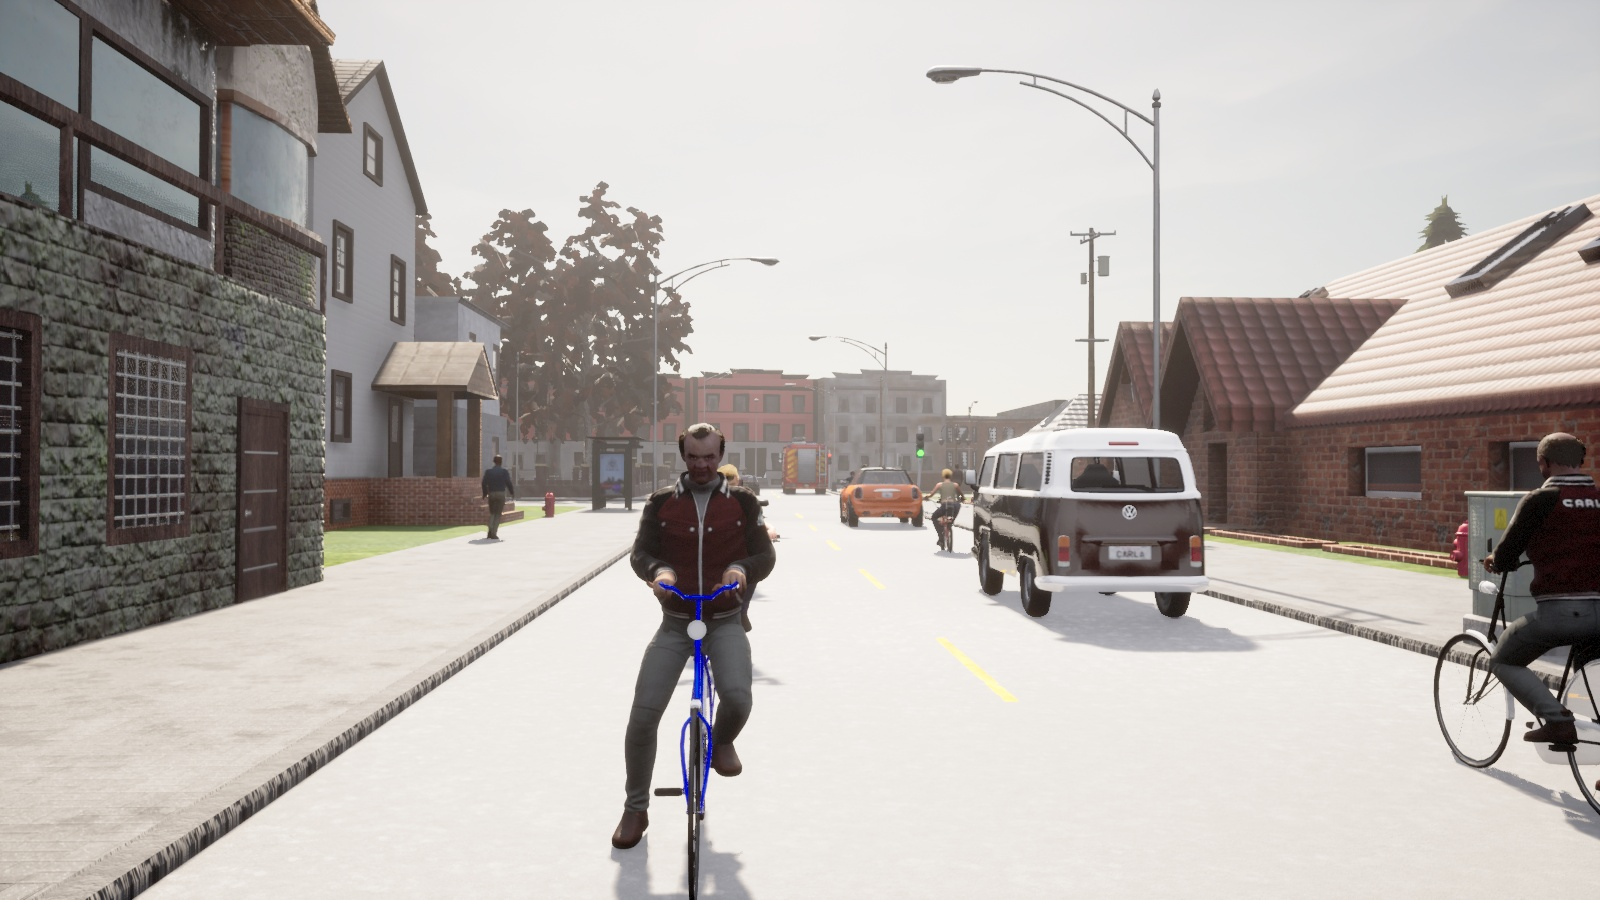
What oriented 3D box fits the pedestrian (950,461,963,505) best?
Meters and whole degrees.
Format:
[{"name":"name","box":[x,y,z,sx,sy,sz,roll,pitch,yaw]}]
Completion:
[{"name":"pedestrian","box":[6.552,1.379,52.591,0.328,1.805,0.869,0,-1,-5]}]

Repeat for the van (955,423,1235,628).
[{"name":"van","box":[3.235,0.775,14.805,2.069,2.038,4.480,0,-1,-2]}]

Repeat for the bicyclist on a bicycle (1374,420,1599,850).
[{"name":"bicyclist on a bicycle","box":[3.590,0.773,6.124,0.659,1.776,1.843,0,-1,-2]}]

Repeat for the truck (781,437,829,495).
[{"name":"truck","box":[0.264,1.110,87.211,2.891,3.827,8.468,0,-1,-2]}]

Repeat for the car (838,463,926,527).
[{"name":"car","box":[2.326,1.283,36.950,2.097,1.767,4.553,0,-1,-2]}]

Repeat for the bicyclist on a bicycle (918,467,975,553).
[{"name":"bicyclist on a bicycle","box":[2.838,1.150,24.426,0.866,1.612,1.509,0,-2,-2]}]

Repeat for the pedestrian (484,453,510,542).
[{"name":"pedestrian","box":[-6.376,0.992,26.405,0.370,1.835,0.726,0,-1,0]}]

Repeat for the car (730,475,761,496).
[{"name":"car","box":[-3.554,2.286,80.992,1.895,1.301,4.718,0,-1,-4]}]

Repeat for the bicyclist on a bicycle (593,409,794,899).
[{"name":"bicyclist on a bicycle","box":[-0.398,0.772,5.058,0.659,1.776,1.843,0,-1,-3]}]
